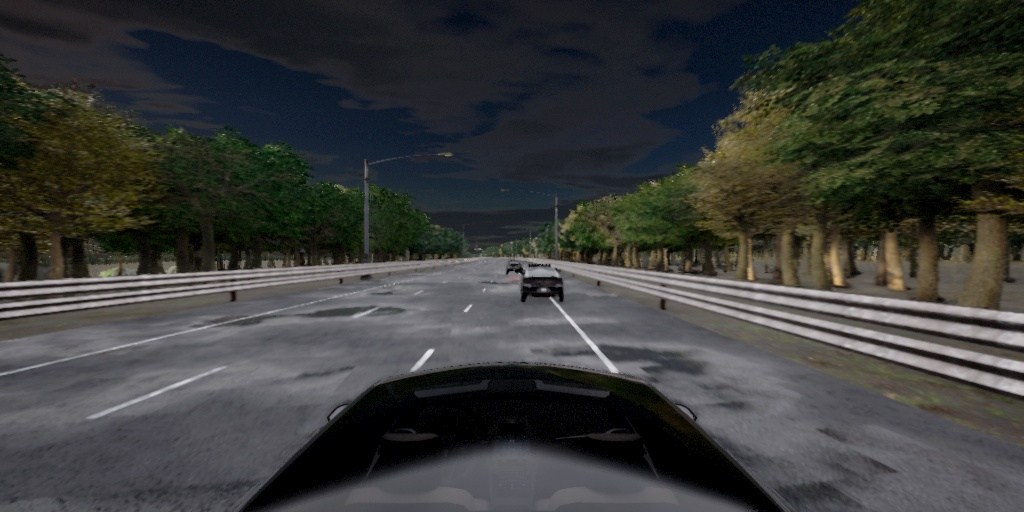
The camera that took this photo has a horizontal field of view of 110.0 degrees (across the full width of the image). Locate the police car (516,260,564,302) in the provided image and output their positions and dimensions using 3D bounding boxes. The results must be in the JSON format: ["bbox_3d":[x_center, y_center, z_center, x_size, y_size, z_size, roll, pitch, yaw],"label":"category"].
[{"bbox_3d":[1.315,1.176,17.281,1.930,1.638,5.238,0,0,0],"label":"police car"}]

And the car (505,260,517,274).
[{"bbox_3d":[0.259,1.264,40.677,1.837,1.490,4.892,0,0,1],"label":"car"}]
